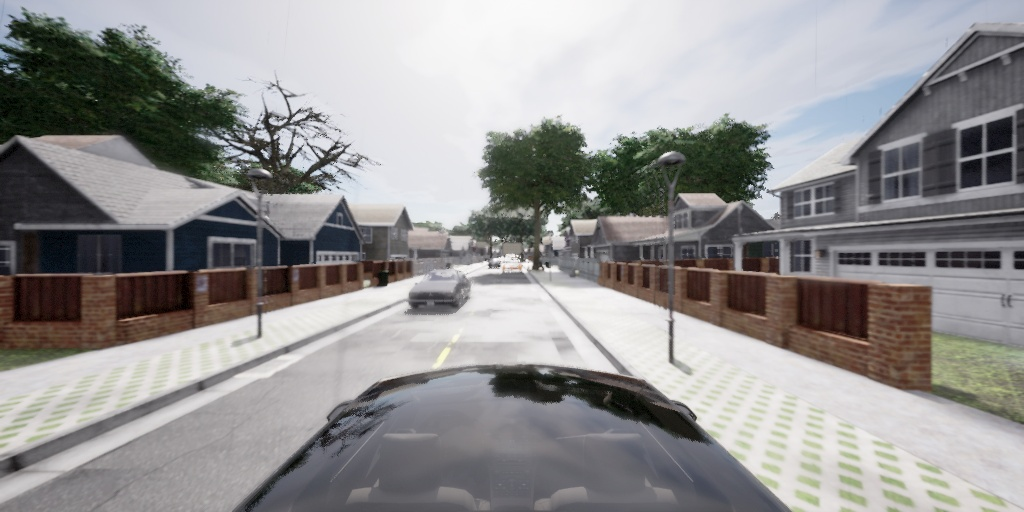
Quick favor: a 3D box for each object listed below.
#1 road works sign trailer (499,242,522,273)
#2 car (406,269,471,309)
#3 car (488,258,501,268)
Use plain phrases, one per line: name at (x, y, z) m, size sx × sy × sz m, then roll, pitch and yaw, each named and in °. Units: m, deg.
road works sign trailer at (0.021, 0.125, 42.175) m, size 2.380 × 3.560 × 2.880 m, roll 0°, pitch 0°, yaw 0°
car at (-2.844, 1.279, 15.213) m, size 2.033 × 1.411 × 5.357 m, roll 0°, pitch 0°, yaw 0°
car at (-2.780, 1.100, 56.937) m, size 2.128 × 1.511 × 4.902 m, roll 0°, pitch 0°, yaw 0°
